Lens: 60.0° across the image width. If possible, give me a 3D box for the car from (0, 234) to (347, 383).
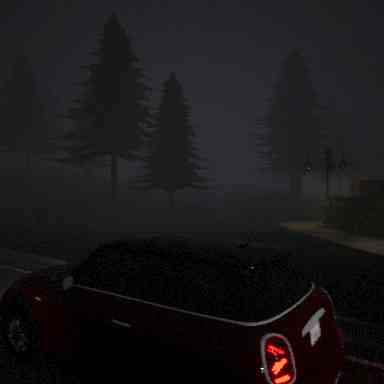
[{"bbox_3d":[-0.555,1.353,4.383,4.553,1.767,2.097,0,0,36],"label":"car"}]
